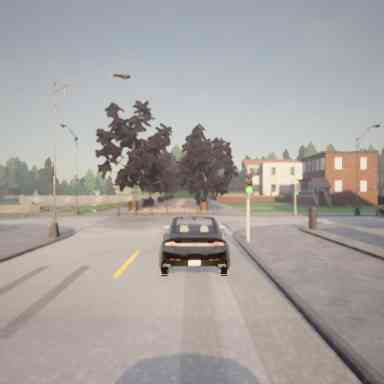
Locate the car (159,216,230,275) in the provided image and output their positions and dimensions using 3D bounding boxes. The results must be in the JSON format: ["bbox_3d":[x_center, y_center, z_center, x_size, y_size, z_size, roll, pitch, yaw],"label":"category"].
[{"bbox_3d":[0.074,1.487,10.408,2.128,1.511,4.902,0,0,0],"label":"car"}]

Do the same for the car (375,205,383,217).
[{"bbox_3d":[18.370,1.341,28.625,4.553,1.767,2.097,0,0,0],"label":"car"}]
